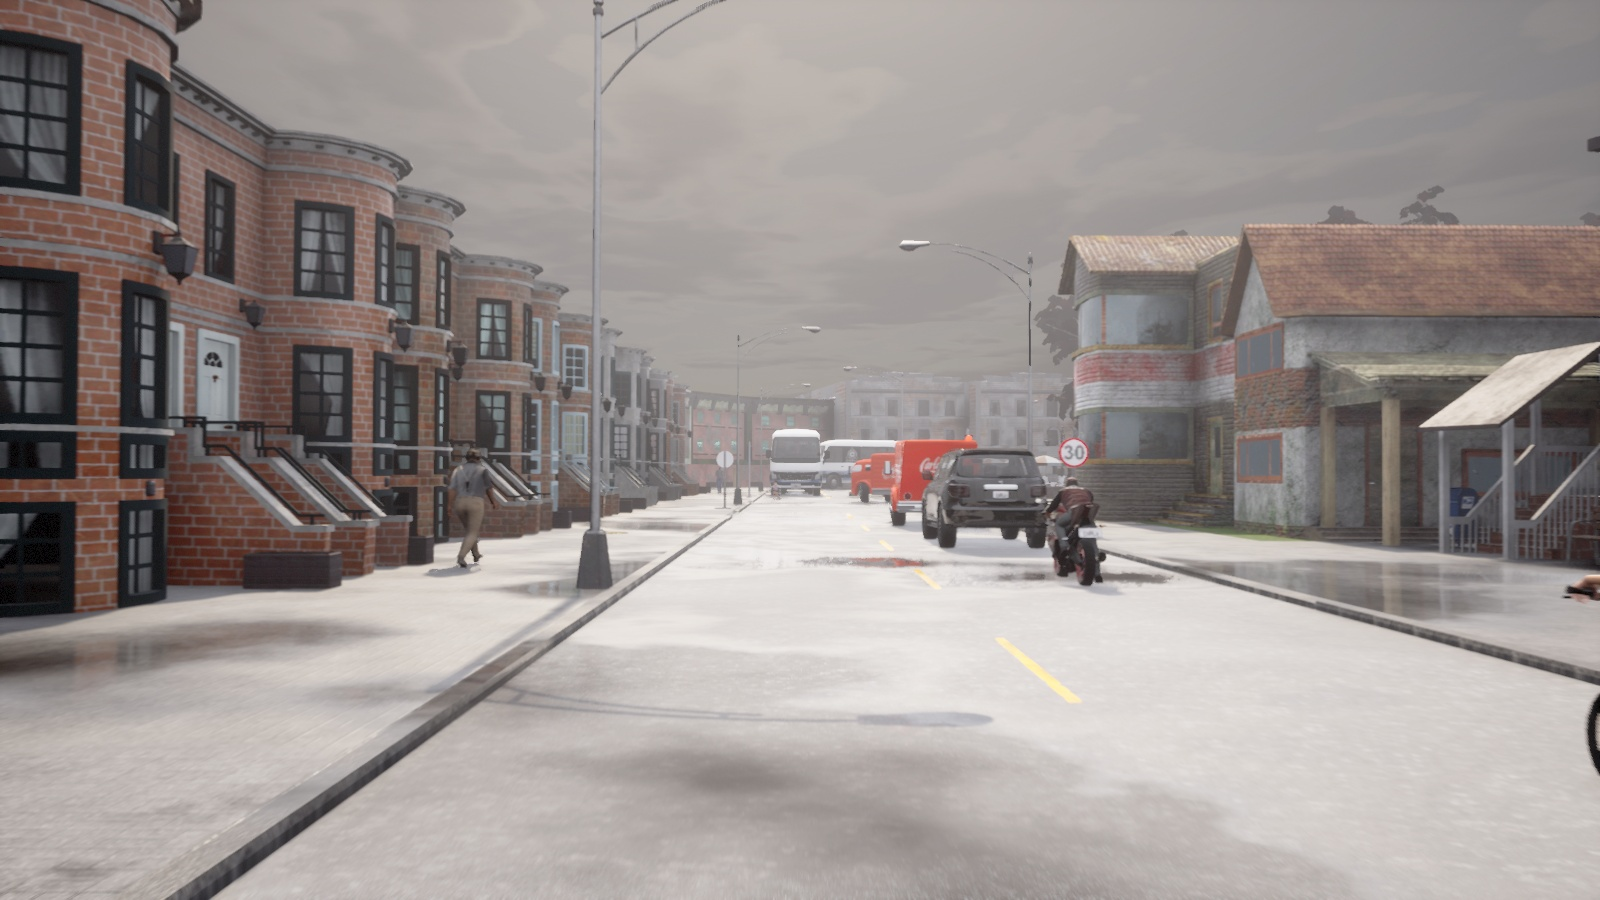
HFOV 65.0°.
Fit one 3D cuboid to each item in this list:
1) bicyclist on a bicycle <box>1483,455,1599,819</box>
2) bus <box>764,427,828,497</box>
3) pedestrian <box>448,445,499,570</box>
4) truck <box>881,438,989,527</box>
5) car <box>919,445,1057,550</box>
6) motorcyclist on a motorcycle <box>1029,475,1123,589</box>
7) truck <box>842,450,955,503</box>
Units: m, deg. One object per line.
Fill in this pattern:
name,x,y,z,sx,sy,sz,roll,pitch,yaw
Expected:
bicyclist on a bicycle,3.982,0.832,5.750,0.866,1.612,1.509,0,-1,0
bus,-0.214,0.817,82.293,3.944,4.253,10.273,0,-1,0
pedestrian,-4.931,0.862,19.003,0.540,1.848,0.694,0,-1,6
truck,3.906,0.938,37.404,2.627,2.467,5.204,0,-1,0
car,3.934,0.975,27.290,2.150,2.045,5.566,0,-1,0
motorcyclist on a motorcycle,3.958,1.139,18.219,0.866,1.530,2.191,0,-1,0
truck,4.889,1.353,63.091,2.627,2.467,5.204,-1,-1,-42
